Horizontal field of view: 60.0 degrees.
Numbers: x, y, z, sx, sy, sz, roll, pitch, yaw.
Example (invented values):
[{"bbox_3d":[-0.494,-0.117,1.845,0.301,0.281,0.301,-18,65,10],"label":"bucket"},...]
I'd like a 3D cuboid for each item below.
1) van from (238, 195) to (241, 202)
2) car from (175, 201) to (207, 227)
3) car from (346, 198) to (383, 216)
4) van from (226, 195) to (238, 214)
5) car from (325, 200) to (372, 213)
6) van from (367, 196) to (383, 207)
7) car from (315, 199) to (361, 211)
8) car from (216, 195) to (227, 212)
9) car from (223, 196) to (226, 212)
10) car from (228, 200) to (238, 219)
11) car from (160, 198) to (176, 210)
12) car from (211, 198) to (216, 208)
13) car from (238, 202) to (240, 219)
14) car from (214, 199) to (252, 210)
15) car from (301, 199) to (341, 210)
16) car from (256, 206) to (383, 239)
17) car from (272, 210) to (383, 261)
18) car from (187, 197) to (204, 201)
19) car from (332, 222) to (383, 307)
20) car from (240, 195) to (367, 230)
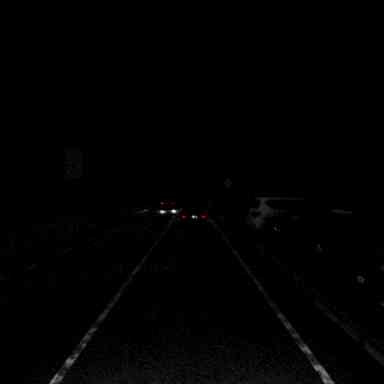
[{"bbox_3d":[5.718,1.330,23.049,4.442,1.987,1.878,0,0,0],"label":"van"},{"bbox_3d":[0.100,1.640,23.636,2.033,1.411,5.357,0,0,0],"label":"car"},{"bbox_3d":[18.642,1.490,34.302,4.553,1.767,2.185,0,0,0],"label":"car"},{"bbox_3d":[5.480,1.358,28.655,4.442,1.987,1.878,0,0,0],"label":"van"},{"bbox_3d":[18.676,1.696,39.869,4.674,1.452,2.002,0,-1,0],"label":"car"},{"bbox_3d":[18.790,1.372,31.522,4.442,1.987,1.878,0,0,0],"label":"van"},{"bbox_3d":[18.680,1.680,42.656,5.008,1.535,2.097,0,-1,0],"label":"car"},{"bbox_3d":[5.622,1.364,34.260,5.566,2.045,2.435,0,0,0],"label":"car"},{"bbox_3d":[5.563,1.472,31.459,4.553,1.767,2.185,0,0,0],"label":"car"},{"bbox_3d":[5.593,1.571,25.850,4.892,1.521,2.231,0,0,0],"label":"car"},{"bbox_3d":[-3.331,1.611,47.314,2.097,1.767,4.553,0,-1,0],"label":"car"},{"bbox_3d":[5.624,1.430,42.670,5.566,2.045,2.435,0,-1,0],"label":"car"},{"bbox_3d":[5.600,1.542,20.244,5.008,1.535,2.097,0,0,0],"label":"car"},{"bbox_3d":[5.591,1.711,45.469,4.892,1.521,2.231,0,-1,0],"label":"car"},{"bbox_3d":[18.673,1.741,48.224,5.008,1.535,2.097,0,-1,0],"label":"car"},{"bbox_3d":[5.608,1.515,14.633,4.892,1.521,2.231,0,0,0],"label":"car"},{"bbox_3d":[5.588,1.532,11.835,4.792,1.488,2.163,0,0,0],"label":"car"},{"bbox_3d":[0.099,1.696,42.721,2.128,1.511,4.902,0,-1,0],"label":"car"},{"bbox_3d":[5.619,1.484,6.227,5.008,1.535,2.097,0,0,0],"label":"car"},{"bbox_3d":[5.638,1.277,17.441,5.566,2.045,2.435,0,0,0],"label":"car"}]
